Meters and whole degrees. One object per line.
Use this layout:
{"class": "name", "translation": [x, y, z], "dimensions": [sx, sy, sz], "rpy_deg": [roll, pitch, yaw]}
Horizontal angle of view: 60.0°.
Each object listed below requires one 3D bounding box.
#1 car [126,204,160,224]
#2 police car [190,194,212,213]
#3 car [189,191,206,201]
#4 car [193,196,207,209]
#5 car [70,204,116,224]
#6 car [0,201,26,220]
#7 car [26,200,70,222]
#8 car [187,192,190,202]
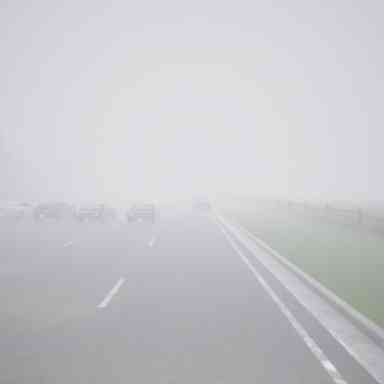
{"class": "car", "translation": [-3.405, 1.513, 24.145], "dimensions": [1.895, 1.301, 4.718], "rpy_deg": [0, 0, 0]}
{"class": "police car", "translation": [1.044, 1.300, 34.671], "dimensions": [1.930, 1.638, 5.238], "rpy_deg": [0, 0, 0]}
{"class": "car", "translation": [1.040, 1.169, 50.531], "dimensions": [2.097, 1.767, 4.553], "rpy_deg": [0, 0, 0]}
{"class": "car", "translation": [1.041, 1.345, 44.562], "dimensions": [1.837, 1.490, 4.892], "rpy_deg": [0, 0, 0]}
{"class": "car", "translation": [-6.905, 1.513, 24.145], "dimensions": [1.895, 1.301, 4.718], "rpy_deg": [0, 0, 0]}
{"class": "car", "translation": [-13.905, 1.429, 26.644], "dimensions": [1.812, 1.442, 4.674], "rpy_deg": [0, 0, 0]}
{"class": "car", "translation": [-10.405, 1.412, 25.533], "dimensions": [1.837, 1.490, 4.892], "rpy_deg": [0, 0, 0]}
{"class": "car", "translation": [-0.012, 1.230, 67.516], "dimensions": [1.882, 1.535, 5.008], "rpy_deg": [0, 0, 0]}
